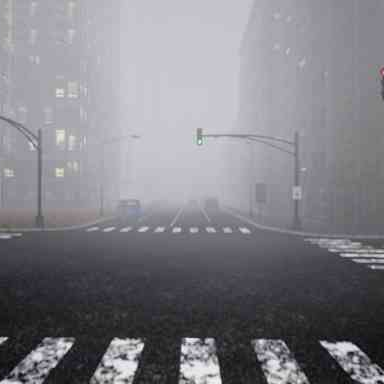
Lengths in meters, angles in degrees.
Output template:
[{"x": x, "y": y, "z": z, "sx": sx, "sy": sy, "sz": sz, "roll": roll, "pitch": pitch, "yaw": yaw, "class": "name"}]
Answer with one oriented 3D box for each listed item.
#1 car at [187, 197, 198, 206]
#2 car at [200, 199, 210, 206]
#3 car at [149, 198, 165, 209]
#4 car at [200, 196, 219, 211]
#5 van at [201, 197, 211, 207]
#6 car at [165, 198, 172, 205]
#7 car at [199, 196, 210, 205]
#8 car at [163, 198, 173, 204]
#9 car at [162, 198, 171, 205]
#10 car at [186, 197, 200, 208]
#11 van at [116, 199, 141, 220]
[{"x": 0.110, "y": 1.870, "z": 69.549, "sx": 2.097, "sy": 1.767, "sz": 4.553, "roll": 0, "pitch": 0, "yaw": 0, "class": "car"}, {"x": 2.700, "y": 2.064, "z": 68.873, "sx": 2.008, "sy": 1.369, "sz": 4.403, "roll": 0, "pitch": 0, "yaw": 0, "class": "car"}, {"x": -5.683, "y": 1.909, "z": 52.051, "sx": 1.752, "sy": 1.417, "sz": 4.829, "roll": 0, "pitch": 0, "yaw": 0, "class": "car"}, {"x": 2.696, "y": 1.658, "z": 46.673, "sx": 2.192, "sy": 1.841, "sz": 5.009, "roll": 0, "pitch": 0, "yaw": 0, "class": "car"}, {"x": 2.698, "y": 1.811, "z": 63.324, "sx": 1.690, "sy": 1.788, "sz": 3.998, "roll": 0, "pitch": 0, "yaw": 0, "class": "van"}, {"x": -5.681, "y": 1.953, "z": 68.874, "sx": 1.967, "sy": 1.590, "sz": 4.097, "roll": 0, "pitch": 0, "yaw": 0, "class": "car"}, {"x": 2.699, "y": 1.872, "z": 74.426, "sx": 2.192, "sy": 1.841, "sz": 5.009, "roll": 0, "pitch": 0, "yaw": 0, "class": "car"}, {"x": -5.680, "y": 2.152, "z": 79.975, "sx": 2.008, "sy": 1.369, "sz": 4.403, "roll": 0, "pitch": 0, "yaw": 0, "class": "car"}, {"x": -5.681, "y": 2.081, "z": 74.254, "sx": 1.752, "sy": 1.417, "sz": 4.829, "roll": 0, "pitch": 0, "yaw": 0, "class": "car"}, {"x": 0.106, "y": 1.946, "z": 56.872, "sx": 1.812, "sy": 1.442, "sz": 4.674, "roll": 0, "pitch": 0, "yaw": 0, "class": "car"}, {"x": -5.686, "y": 1.558, "z": 30.020, "sx": 1.690, "sy": 1.788, "sz": 3.998, "roll": 0, "pitch": 0, "yaw": 0, "class": "van"}]
